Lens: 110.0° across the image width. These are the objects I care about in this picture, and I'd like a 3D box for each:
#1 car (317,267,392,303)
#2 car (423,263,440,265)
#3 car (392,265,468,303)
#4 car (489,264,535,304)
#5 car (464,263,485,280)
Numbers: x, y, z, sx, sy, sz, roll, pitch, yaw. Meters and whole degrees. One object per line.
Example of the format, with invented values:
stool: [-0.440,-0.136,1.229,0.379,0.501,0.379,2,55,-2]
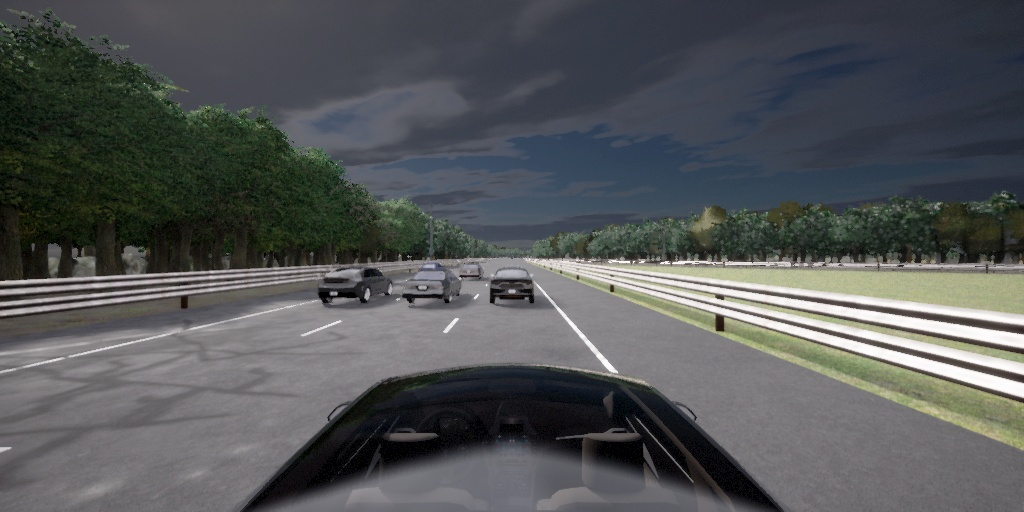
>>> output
car: [-6.994,1.247,16.502,1.837,1.490,4.892,0,0,0]
car: [-7.000,1.301,31.499,1.812,1.442,4.674,0,0,0]
car: [-3.492,1.305,16.503,2.033,1.411,5.357,1,0,0]
car: [0.000,1.239,16.499,1.882,1.535,5.008,0,0,0]
car: [-3.500,1.332,31.500,2.033,1.411,5.357,0,0,0]
